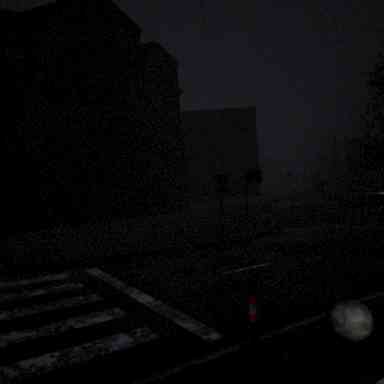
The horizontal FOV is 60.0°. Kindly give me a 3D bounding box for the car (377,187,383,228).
[{"bbox_3d":[10.418,0.783,13.927,2.097,1.767,4.553,-5,3,-30],"label":"car"}]

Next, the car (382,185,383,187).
[{"bbox_3d":[23.635,-0.844,36.047,5.357,1.411,2.033,-4,2,0],"label":"car"}]

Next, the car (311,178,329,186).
[{"bbox_3d":[22.619,-1.783,58.916,1.882,1.535,5.008,-3,2,4],"label":"car"}]
